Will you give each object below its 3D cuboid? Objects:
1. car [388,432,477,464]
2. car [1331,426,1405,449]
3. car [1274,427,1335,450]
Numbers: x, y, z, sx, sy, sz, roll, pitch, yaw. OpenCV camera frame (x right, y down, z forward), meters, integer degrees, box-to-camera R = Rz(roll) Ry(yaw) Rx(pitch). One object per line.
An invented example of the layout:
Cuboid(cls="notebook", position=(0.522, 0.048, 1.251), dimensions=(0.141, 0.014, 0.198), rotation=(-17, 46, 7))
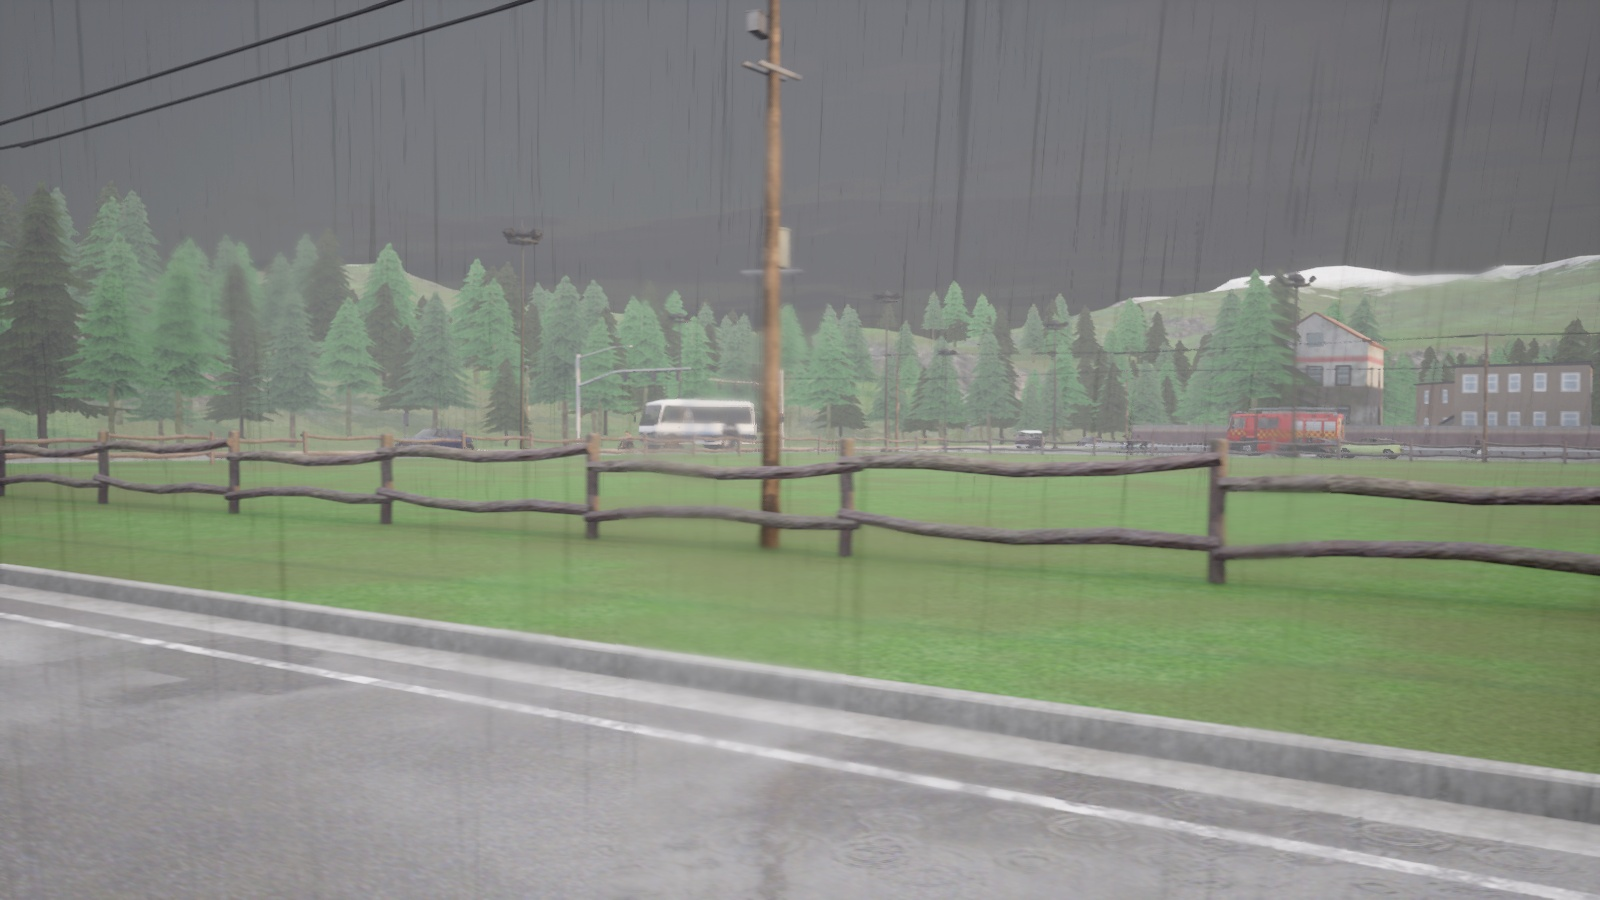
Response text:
Cuboid(cls="car", position=(-20.883, -0.125, 71.454), dimensions=(2.097, 1.767, 4.553), rotation=(0, 1, 34))
Cuboid(cls="car", position=(40.217, -0.880, 88.903), dimensions=(4.514, 1.525, 2.007), rotation=(0, 1, 34))
Cuboid(cls="car", position=(35.338, -0.787, 87.964), dimensions=(3.705, 1.549, 1.789), rotation=(0, 1, 34))
